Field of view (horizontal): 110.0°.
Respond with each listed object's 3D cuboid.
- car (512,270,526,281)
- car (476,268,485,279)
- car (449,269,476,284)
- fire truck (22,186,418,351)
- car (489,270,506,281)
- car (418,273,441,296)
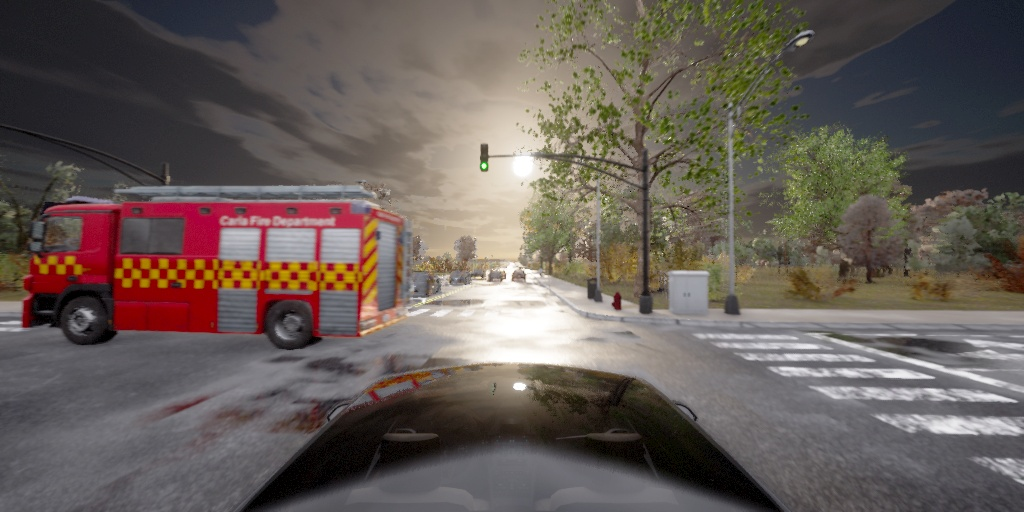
[{"bbox_3d":[1.023,2.724,51.165,1.882,1.535,5.008,0,-2,1],"label":"car"},{"bbox_3d":[-5.327,2.710,57.159,1.837,1.490,4.892,0,-2,1],"label":"car"},{"bbox_3d":[-5.826,2.394,40.723,2.128,1.511,4.902,0,-2,2],"label":"car"},{"bbox_3d":[-7.229,0.241,9.481,8.468,3.827,2.891,1,-1,4],"label":"fire truck"},{"bbox_3d":[-2.226,2.728,51.246,2.128,1.511,4.902,0,-2,1],"label":"car"},{"bbox_3d":[-6.239,1.903,24.836,2.128,1.511,4.902,0,-2,1],"label":"car"}]
